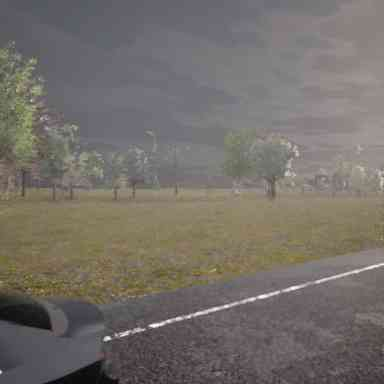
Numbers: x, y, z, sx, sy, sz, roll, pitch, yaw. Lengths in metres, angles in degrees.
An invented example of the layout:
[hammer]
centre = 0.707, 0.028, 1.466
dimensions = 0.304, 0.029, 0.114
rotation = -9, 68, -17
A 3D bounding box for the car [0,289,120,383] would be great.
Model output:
[car]
centre = -2.879, 1.510, 1.939
dimensions = 4.892, 1.490, 1.837
rotation = 0, 0, -35
